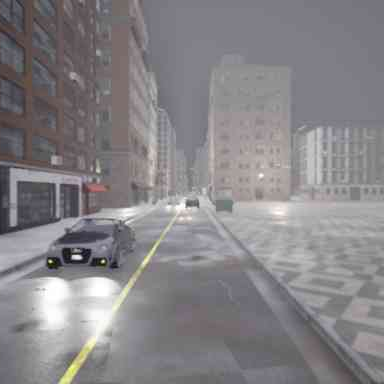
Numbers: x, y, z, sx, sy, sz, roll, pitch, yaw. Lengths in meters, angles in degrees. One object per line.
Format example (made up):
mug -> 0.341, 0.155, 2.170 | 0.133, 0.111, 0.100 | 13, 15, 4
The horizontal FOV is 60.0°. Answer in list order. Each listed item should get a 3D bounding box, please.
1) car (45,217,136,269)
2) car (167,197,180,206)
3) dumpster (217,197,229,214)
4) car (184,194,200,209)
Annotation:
car -> -3.090, 1.547, 10.894 | 1.994, 1.385, 4.181 | 0, 0, 0
car -> -2.987, 1.513, 54.298 | 1.895, 1.301, 4.718 | 0, 0, 1
dumpster -> 3.171, 1.341, 34.129 | 1.020, 1.700, 1.940 | 0, 0, 0
car -> 0.071, 1.406, 44.935 | 1.882, 1.535, 5.008 | 0, 0, 1
